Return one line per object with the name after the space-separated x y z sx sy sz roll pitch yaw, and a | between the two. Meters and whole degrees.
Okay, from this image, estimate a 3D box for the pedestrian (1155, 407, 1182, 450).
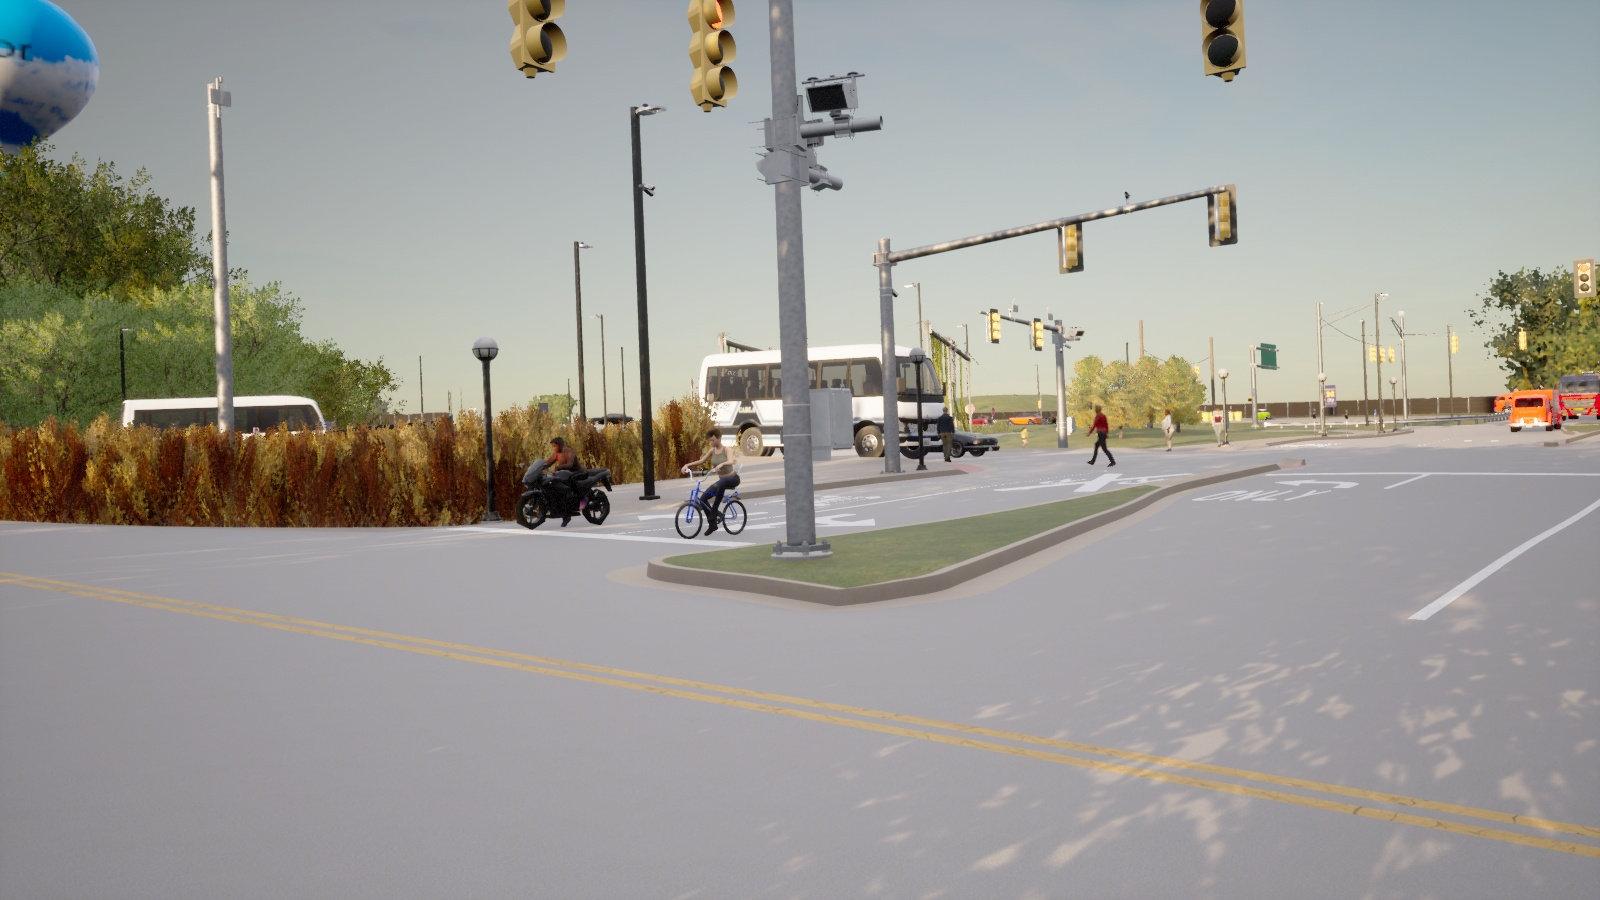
16.112 -0.936 54.908 0.900 1.855 0.874 -3 0 27 | pedestrian

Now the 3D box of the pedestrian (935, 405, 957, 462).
4.791 -0.536 41.184 0.402 1.842 0.726 -3 0 25 | pedestrian

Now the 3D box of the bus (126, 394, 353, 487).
-29.539 -0.556 66.352 10.273 4.253 3.944 -4 1 -32 | bus

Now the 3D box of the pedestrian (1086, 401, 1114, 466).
8.673 -0.466 36.303 0.636 1.846 0.331 -3 0 42 | pedestrian

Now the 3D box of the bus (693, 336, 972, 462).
1.023 -1.756 47.453 10.273 4.253 3.944 0 1 41 | bus

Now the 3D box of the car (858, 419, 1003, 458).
5.065 -0.437 49.106 5.357 1.411 2.033 0 1 37 | car

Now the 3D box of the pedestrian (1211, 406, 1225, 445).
19.719 -1.156 59.254 0.345 1.836 0.594 -3 0 38 | pedestrian

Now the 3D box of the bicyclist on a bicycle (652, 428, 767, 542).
-1.329 0.497 18.664 0.866 1.612 1.509 -1 0 41 | bicyclist on a bicycle

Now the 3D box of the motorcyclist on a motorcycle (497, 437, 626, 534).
-3.960 0.559 20.982 0.797 1.523 2.044 -1 0 39 | motorcyclist on a motorcycle

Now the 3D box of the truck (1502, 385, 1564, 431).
43.910 -2.538 75.163 2.627 2.467 5.204 -2 2 37 | truck
